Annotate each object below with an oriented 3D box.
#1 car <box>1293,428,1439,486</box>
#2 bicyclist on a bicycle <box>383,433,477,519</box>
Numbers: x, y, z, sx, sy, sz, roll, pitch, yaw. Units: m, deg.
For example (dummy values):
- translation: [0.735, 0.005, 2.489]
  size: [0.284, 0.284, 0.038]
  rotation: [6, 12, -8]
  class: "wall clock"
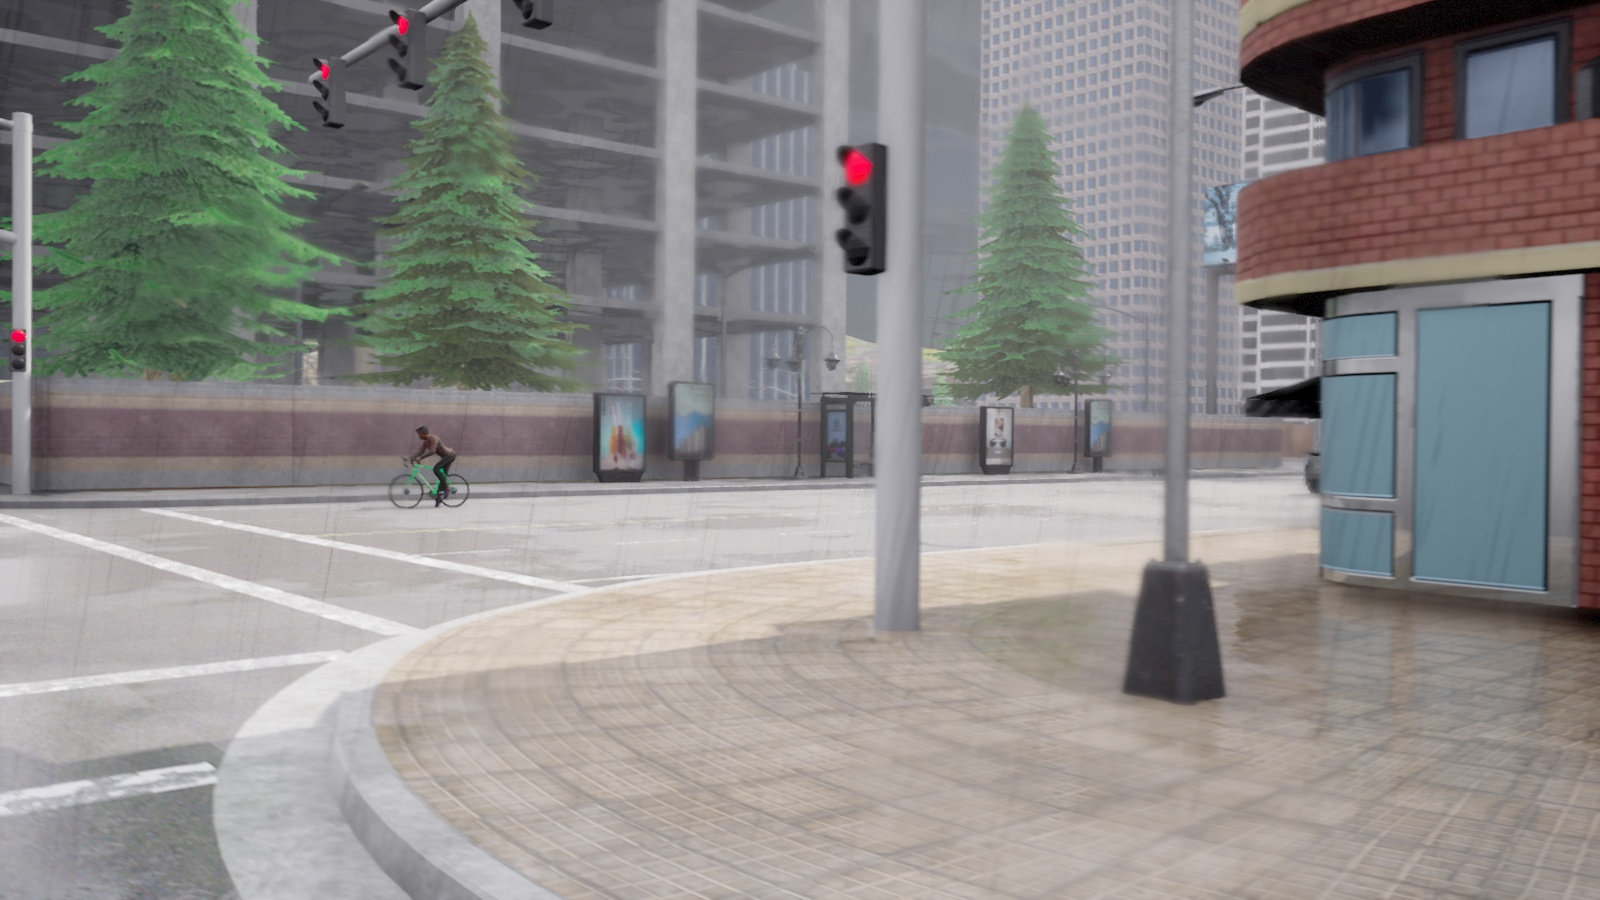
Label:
- translation: [15.892, 0.154, 35.161]
  size: [4.514, 1.525, 2.007]
  rotation: [-1, 1, -41]
  class: "car"
- translation: [-7.246, 0.488, 24.635]
  size: [1.656, 1.620, 0.582]
  rotation: [-1, 1, -40]
  class: "bicyclist on a bicycle"
